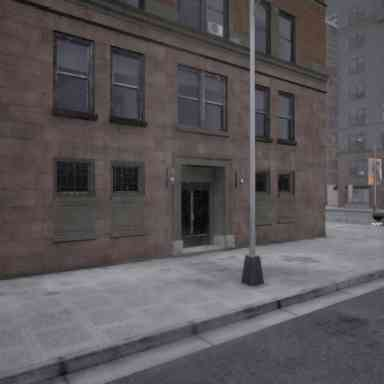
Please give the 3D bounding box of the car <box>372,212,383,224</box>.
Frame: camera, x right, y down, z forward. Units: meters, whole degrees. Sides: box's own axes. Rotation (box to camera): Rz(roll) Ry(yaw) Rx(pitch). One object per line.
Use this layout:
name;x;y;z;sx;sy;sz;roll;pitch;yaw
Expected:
car;14.397;1.619;21.370;1.895;1.301;4.718;0;0;-35
